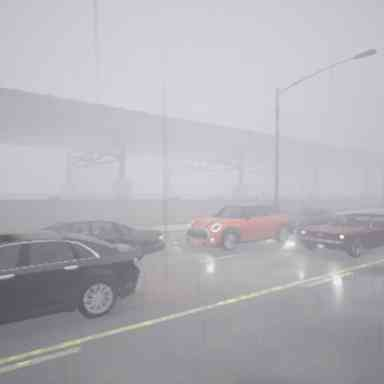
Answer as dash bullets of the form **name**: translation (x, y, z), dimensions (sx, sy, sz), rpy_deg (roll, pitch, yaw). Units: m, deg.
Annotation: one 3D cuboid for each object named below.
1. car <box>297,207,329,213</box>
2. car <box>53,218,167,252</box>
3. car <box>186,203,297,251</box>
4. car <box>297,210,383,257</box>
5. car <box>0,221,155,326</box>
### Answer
- **car**: translation (5.808, 1.438, 16.608), dimensions (4.181, 1.385, 1.994), rpy_deg (-1, 0, -35)
- **car**: translation (-3.413, 1.528, 10.048), dimensions (5.357, 1.411, 2.033), rpy_deg (0, 0, -35)
- **car**: translation (1.953, 1.274, 13.859), dimensions (4.553, 1.767, 2.097), rpy_deg (-1, 0, -35)
- **car**: translation (6.151, 1.497, 12.553), dimensions (4.718, 1.301, 1.895), rpy_deg (-1, 0, -35)
- **car**: translation (-3.307, 1.503, 5.834), dimensions (4.892, 1.490, 1.837), rpy_deg (0, 0, -35)
